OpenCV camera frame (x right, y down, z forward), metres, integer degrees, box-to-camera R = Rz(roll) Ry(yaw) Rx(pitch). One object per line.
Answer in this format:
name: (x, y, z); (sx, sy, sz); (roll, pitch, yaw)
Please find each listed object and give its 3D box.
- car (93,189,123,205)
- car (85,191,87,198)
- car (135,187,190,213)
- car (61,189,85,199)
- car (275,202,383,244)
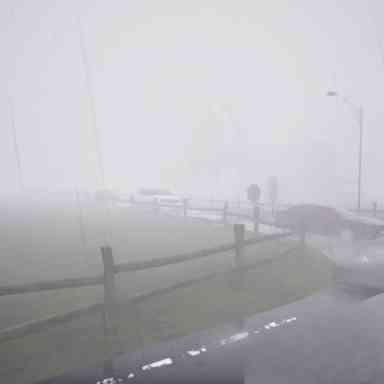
car: (-9.451, 0.521, 37.363); (2.097, 1.767, 4.553); (1, 1, -35)
car: (-19.461, 0.190, 56.701); (1.882, 1.535, 5.008); (1, 1, -35)
car: (-2.837, 0.654, 27.946); (2.150, 2.045, 5.566); (1, 1, -35)
car: (-18.395, 0.414, 50.232); (2.033, 1.411, 5.357); (1, 1, -35)
car: (6.122, 1.275, 15.201); (1.882, 1.535, 5.008); (1, 1, -35)
